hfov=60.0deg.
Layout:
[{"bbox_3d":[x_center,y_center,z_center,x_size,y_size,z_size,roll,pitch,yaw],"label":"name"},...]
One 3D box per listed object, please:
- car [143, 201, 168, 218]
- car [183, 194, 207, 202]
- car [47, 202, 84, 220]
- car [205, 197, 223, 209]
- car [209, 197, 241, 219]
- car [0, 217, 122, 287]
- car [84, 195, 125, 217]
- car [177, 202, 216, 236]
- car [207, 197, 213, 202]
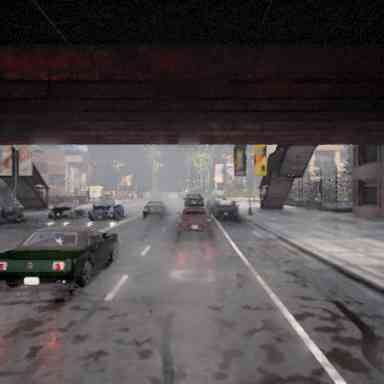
[{"bbox_3d":[-3.286,1.540,30.275,2.033,1.411,5.357,0,0,0],"label":"car"},{"bbox_3d":[0.203,1.211,37.001,2.150,2.045,5.566,0,0,0],"label":"car"},{"bbox_3d":[-10.484,1.558,28.046,1.994,1.385,4.181,0,0,0],"label":"car"},{"bbox_3d":[3.013,1.466,46.376,2.097,1.535,5.008,0,0,0],"label":"car"},{"bbox_3d":[3.123,1.472,29.176,2.231,1.521,4.892,0,0,10],"label":"car"},{"bbox_3d":[-3.403,1.599,9.292,1.895,1.301,4.718,0,0,0],"label":"car"},{"bbox_3d":[-6.987,1.346,27.530,2.097,1.767,4.553,0,0,0],"label":"car"},{"bbox_3d":[0.158,1.521,18.295,1.812,1.442,4.674,0,0,1],"label":"car"},{"bbox_3d":[3.155,1.343,39.951,2.185,1.767,4.553,0,0,0],"label":"car"}]
